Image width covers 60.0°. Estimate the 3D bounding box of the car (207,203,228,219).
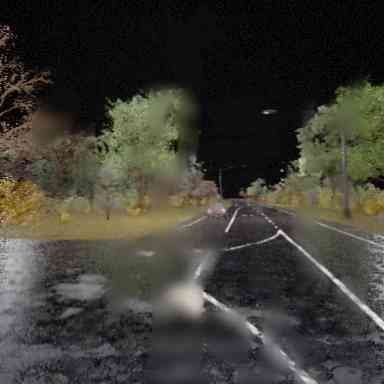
[{"bbox_3d":[2.879,2.023,37.436,2.097,1.767,4.553,-2,-1,9],"label":"car"}]
